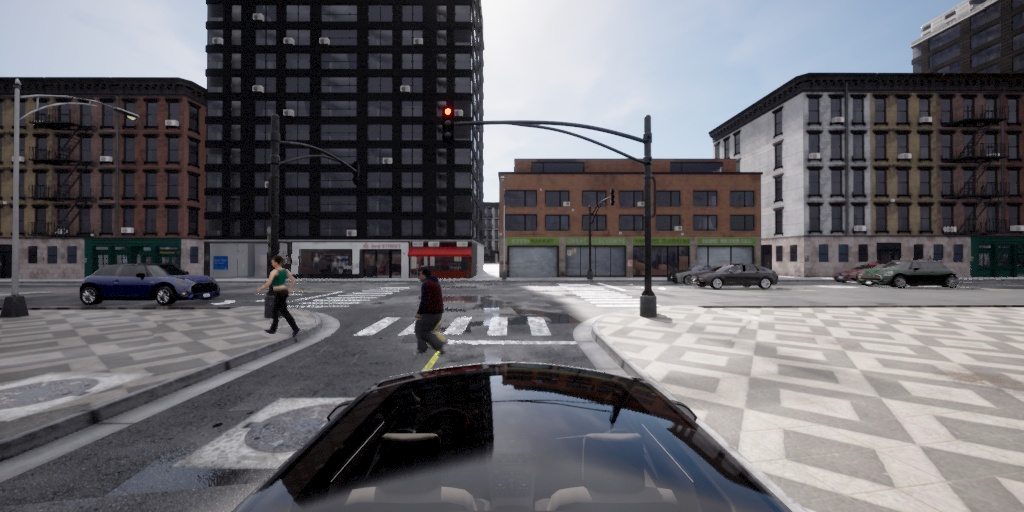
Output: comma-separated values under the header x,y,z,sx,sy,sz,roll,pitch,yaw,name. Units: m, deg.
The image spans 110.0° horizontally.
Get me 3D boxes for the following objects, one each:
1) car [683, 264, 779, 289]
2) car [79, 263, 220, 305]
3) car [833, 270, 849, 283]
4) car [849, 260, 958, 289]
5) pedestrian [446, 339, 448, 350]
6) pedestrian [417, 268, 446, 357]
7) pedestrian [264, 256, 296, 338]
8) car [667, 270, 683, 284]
x,y,z,sx,sy,sz,roll,pitch,yaw,name
13.597,1.239,22.079,4.892,1.490,1.837,0,0,0,car
-15.217,1.088,15.270,4.553,1.767,2.097,0,0,1,car
25.555,1.262,25.354,4.674,1.442,1.812,0,0,0,car
24.245,1.066,22.115,4.553,1.767,2.097,0,0,0,car
-1.597,1.325,7.711,0.375,1.300,0.375,0,0,0,pedestrian
-1.577,1.045,7.040,0.375,1.860,0.375,0,0,0,pedestrian
-5.330,0.893,8.235,0.375,1.860,0.375,0,0,0,pedestrian
13.266,1.325,25.329,4.181,1.385,1.994,0,0,0,car
